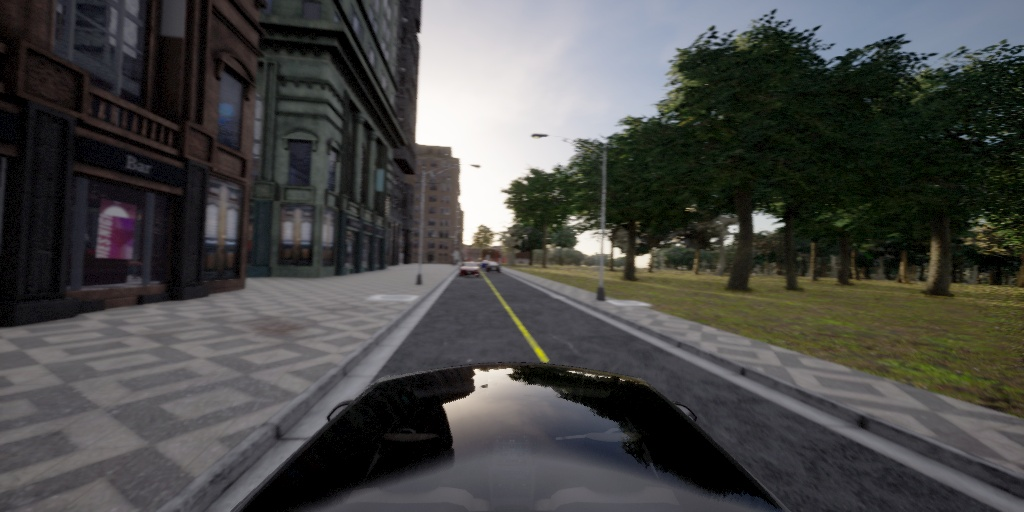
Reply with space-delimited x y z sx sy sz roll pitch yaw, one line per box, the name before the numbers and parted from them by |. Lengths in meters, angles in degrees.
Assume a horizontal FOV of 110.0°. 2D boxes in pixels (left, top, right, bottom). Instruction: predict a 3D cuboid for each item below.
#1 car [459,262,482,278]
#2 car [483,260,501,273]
car | -4.230 1.301 35.603 1.882 1.535 5.008 2 0 -7
car | -2.653 1.531 49.726 1.812 1.442 4.674 2 0 -7
